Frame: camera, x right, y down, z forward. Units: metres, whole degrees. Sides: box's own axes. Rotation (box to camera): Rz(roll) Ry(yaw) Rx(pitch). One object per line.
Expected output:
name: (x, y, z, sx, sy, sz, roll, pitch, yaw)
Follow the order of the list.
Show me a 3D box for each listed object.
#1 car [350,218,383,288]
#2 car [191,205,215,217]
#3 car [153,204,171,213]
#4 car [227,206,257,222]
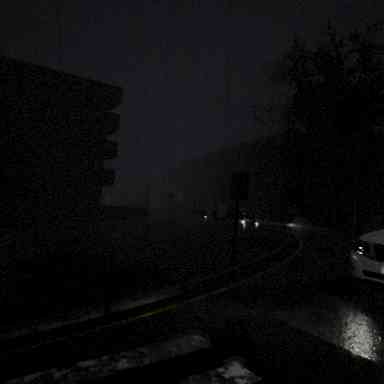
car: (6.306, 1.255, 8.183, 5.566, 2.045, 2.150, 0, 0, -33)
car: (1.474, 2.542, 44.923, 2.128, 1.511, 4.902, 6, -4, -21)
car: (-5.713, 3.395, 62.712, 2.150, 2.045, 5.566, 6, -7, -22)
car: (5.068, 2.271, 35.427, 1.882, 1.535, 5.008, 6, -3, -20)
